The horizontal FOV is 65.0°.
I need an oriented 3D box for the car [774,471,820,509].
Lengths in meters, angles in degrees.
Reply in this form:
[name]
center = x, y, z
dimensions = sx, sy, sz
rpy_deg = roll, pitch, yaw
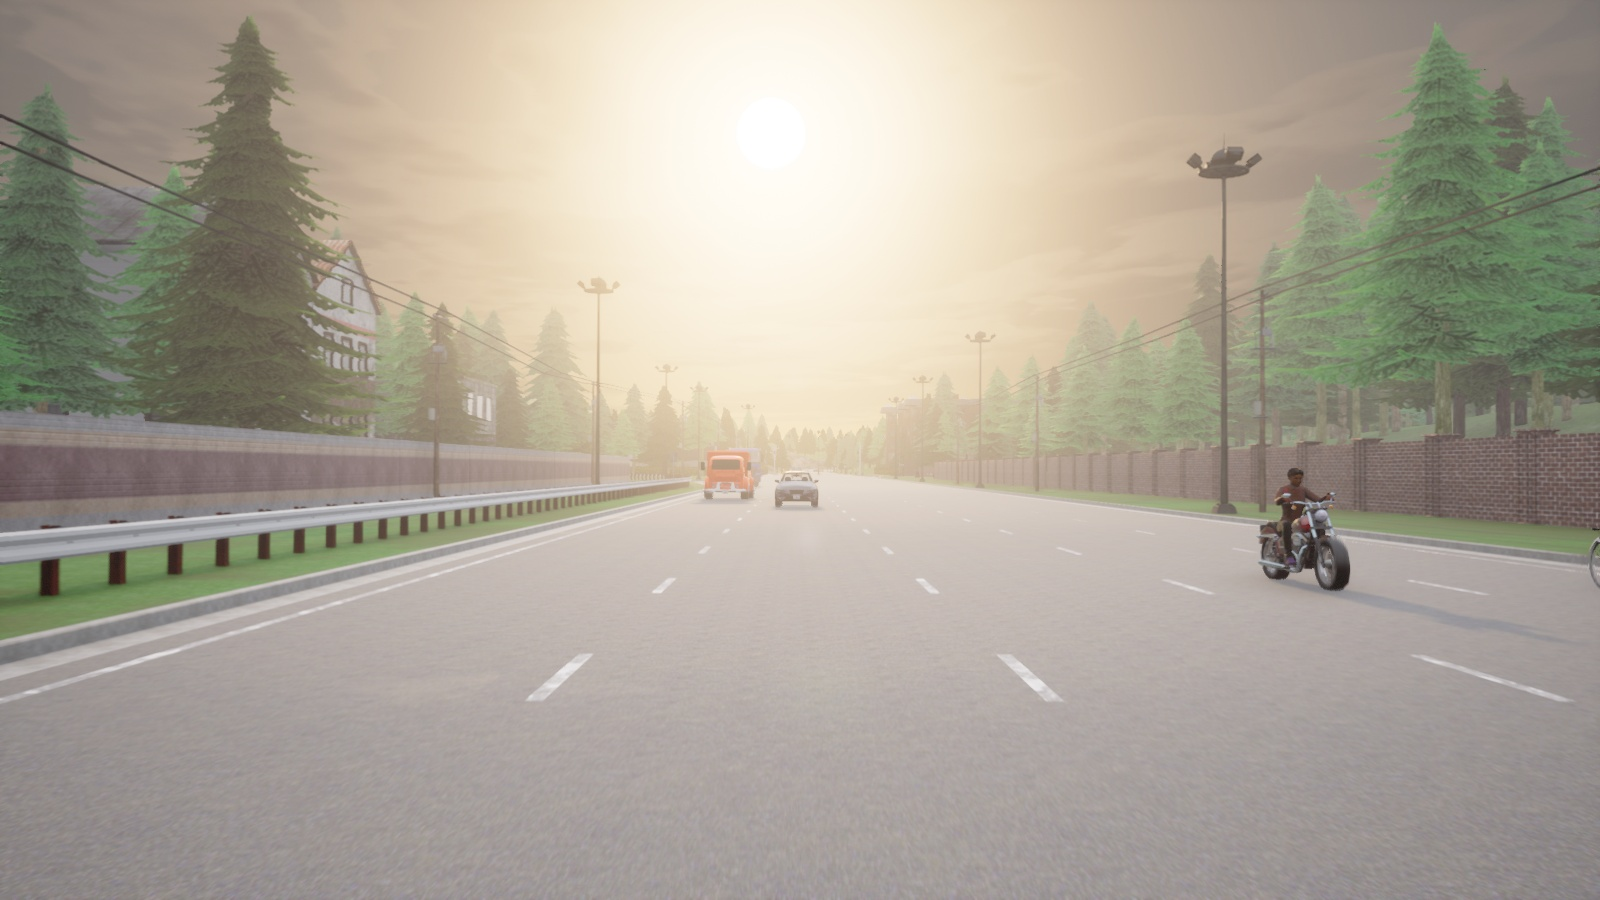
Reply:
[car]
center = -0.124, 1.591, 51.220
dimensions = 1.816, 1.474, 4.193
rpy_deg = 0, -1, 0

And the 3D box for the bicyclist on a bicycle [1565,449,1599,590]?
[bicyclist on a bicycle]
center = 10.461, 0.875, 15.687
dimensions = 0.659, 1.776, 1.843
rpy_deg = 0, -1, 0

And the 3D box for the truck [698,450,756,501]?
[truck]
center = -3.657, 1.300, 64.011
dimensions = 2.627, 2.467, 5.204
rpy_deg = 0, -1, 0

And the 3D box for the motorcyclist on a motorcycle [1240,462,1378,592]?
[motorcyclist on a motorcycle]
center = 6.876, 0.990, 17.121
dimensions = 0.766, 1.649, 2.350
rpy_deg = 0, -1, -4
